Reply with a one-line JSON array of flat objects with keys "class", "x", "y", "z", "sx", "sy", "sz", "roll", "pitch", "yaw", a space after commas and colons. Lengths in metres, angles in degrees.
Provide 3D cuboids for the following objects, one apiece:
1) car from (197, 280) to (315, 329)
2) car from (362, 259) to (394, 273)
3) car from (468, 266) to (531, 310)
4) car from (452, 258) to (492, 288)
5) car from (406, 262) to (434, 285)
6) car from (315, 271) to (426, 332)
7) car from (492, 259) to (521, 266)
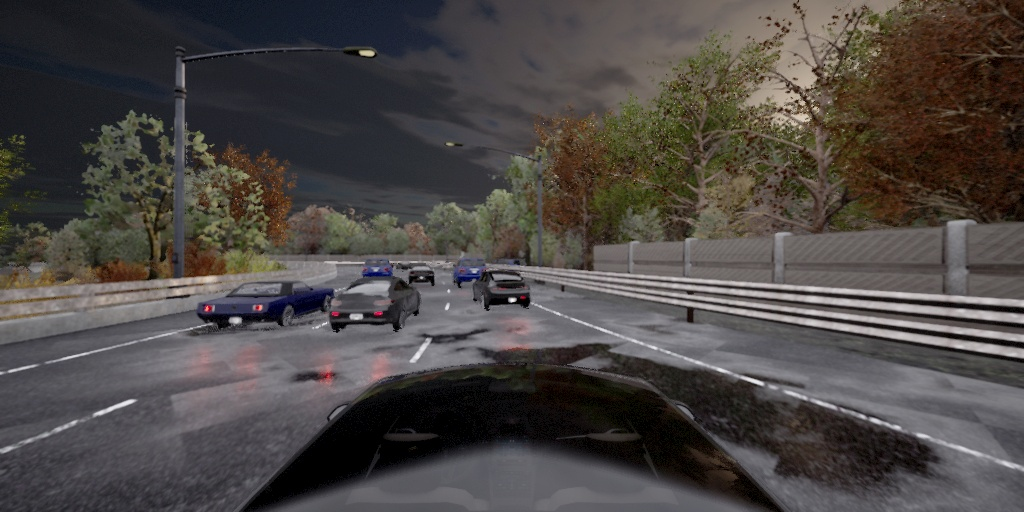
[{"class": "car", "x": -7.624, "y": 1.449, "z": 11.808, "sx": 1.895, "sy": 1.301, "sz": 4.718, "roll": 0, "pitch": -1, "yaw": -6}, {"class": "car", "x": -11.306, "y": 1.243, "z": 30.302, "sx": 2.150, "sy": 2.045, "sz": 5.566, "roll": 0, "pitch": -1, "yaw": -16}, {"class": "car", "x": -0.575, "y": 1.384, "z": 15.560, "sx": 1.837, "sy": 1.490, "sz": 4.892, "roll": 0, "pitch": 0, "yaw": -14}, {"class": "car", "x": -3.197, "y": 1.207, "z": 26.969, "sx": 2.150, "sy": 2.045, "sz": 5.566, "roll": 0, "pitch": -1, "yaw": -13}, {"class": "car", "x": -7.321, "y": 1.484, "z": 28.932, "sx": 1.882, "sy": 1.535, "sz": 5.008, "roll": 0, "pitch": -1, "yaw": -15}, {"class": "car", "x": -4.076, "y": 1.366, "z": 11.214, "sx": 1.812, "sy": 1.442, "sz": 4.674, "roll": 0, "pitch": -1, "yaw": -5}, {"class": "car", "x": -1.453, "y": 1.417, "z": 44.736, "sx": 5.566, "sy": 2.045, "sz": 2.150, "roll": 2, "pitch": 0, "yaw": 34}]
